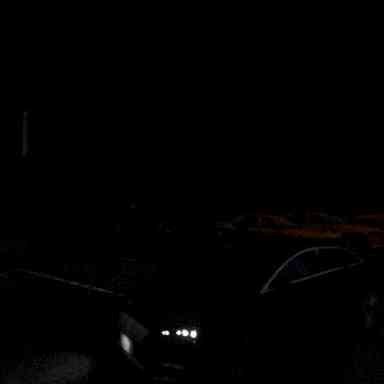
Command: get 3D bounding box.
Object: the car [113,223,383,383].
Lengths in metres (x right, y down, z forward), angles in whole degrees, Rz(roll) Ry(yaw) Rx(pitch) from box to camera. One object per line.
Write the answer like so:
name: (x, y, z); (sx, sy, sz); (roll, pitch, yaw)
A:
car: (1.232, 1.504, 5.299); (4.902, 1.511, 2.128); (0, 0, -36)

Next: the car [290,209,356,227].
car: (3.078, 1.513, 12.795); (5.366, 1.575, 1.946); (-1, -1, 34)

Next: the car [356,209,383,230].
car: (5.518, 1.523, 14.542); (5.366, 1.575, 1.946); (-1, -1, 34)

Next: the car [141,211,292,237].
car: (0.478, 1.509, 11.161); (4.892, 1.521, 2.231); (-1, -1, 34)
